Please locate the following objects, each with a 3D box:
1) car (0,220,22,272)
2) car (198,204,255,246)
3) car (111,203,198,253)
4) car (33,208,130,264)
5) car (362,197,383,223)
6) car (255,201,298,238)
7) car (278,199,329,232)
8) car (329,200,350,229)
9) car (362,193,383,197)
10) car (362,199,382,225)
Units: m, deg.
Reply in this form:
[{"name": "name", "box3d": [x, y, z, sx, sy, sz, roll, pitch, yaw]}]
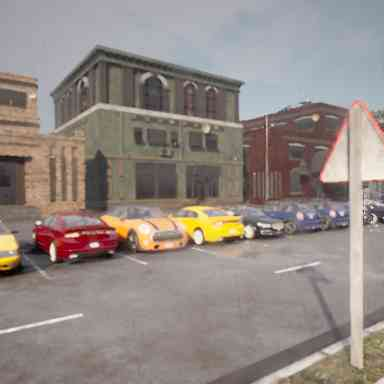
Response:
[{"name": "car", "box3d": [-6.494, 1.444, 10.164, 1.946, 1.575, 5.366, 0, 0, -35]}, {"name": "car", "box3d": [0.194, 1.402, 15.149, 2.097, 1.535, 5.008, 0, 0, -35]}, {"name": "car", "box3d": [-2.093, 1.291, 13.564, 2.185, 1.767, 4.553, 0, 0, -35]}, {"name": "car", "box3d": [-4.335, 1.431, 11.923, 2.097, 1.535, 5.008, 0, 0, -35]}, {"name": "car", "box3d": [11.513, 1.346, 23.205, 2.231, 1.521, 4.892, 0, 0, -35]}, {"name": "car", "box3d": [2.450, 1.390, 16.767, 2.231, 1.521, 4.892, 0, 0, -35]}, {"name": "car", "box3d": [4.734, 1.250, 18.348, 2.185, 1.767, 4.553, 0, 0, -35]}, {"name": "car", "box3d": [6.999, 1.239, 19.961, 2.185, 1.767, 4.553, 0, 0, -35]}, {"name": "car", "box3d": [16.053, 1.078, 26.410, 2.435, 2.045, 5.566, 0, 0, -35]}, {"name": "car", "box3d": [9.247, 1.394, 21.596, 2.002, 1.452, 4.674, 0, 0, -35]}]
